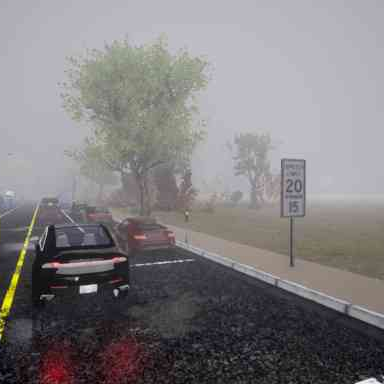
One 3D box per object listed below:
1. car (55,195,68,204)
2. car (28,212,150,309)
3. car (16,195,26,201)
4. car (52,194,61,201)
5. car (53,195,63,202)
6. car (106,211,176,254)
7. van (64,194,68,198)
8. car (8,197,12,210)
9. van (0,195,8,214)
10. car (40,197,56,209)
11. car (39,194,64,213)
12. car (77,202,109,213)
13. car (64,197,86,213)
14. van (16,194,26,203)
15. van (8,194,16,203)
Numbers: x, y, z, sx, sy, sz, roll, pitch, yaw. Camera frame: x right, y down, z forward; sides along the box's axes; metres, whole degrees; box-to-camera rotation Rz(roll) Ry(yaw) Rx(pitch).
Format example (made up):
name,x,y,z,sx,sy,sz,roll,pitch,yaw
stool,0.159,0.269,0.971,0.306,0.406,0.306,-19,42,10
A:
name,x,y,z,sx,sy,sz,roll,pitch,yaw
car,-24.816,1.401,63.121,1.967,1.590,4.097,-1,0,-24
car,-2.817,1.486,8.058,2.128,1.511,4.902,0,0,-24
car,-41.070,1.511,80.022,1.887,1.381,4.507,-1,0,-24
car,-33.919,1.389,83.331,1.967,1.590,4.097,-1,0,-24
car,-31.642,1.517,78.280,1.947,1.339,4.313,-1,0,-24
car,-1.940,1.569,12.650,1.802,1.307,4.206,-1,0,-24
van,-22.542,1.304,58.068,1.690,1.788,3.998,-1,0,-24
car,-22.842,1.570,39.554,1.802,1.307,4.206,-1,0,-24
van,-20.567,1.332,34.495,1.690,1.788,3.998,-1,0,-24
car,-19.669,1.452,45.472,1.882,1.535,5.008,0,0,-24
car,-15.404,1.331,36.131,2.097,1.767,4.553,0,0,-24
car,-6.525,1.563,22.742,1.802,1.307,4.206,-1,0,-24
car,-11.161,1.527,32.808,2.008,1.369,4.403,-1,0,-24
van,-36.515,1.313,69.904,1.690,1.788,3.998,-1,0,-24
van,-25.124,1.327,44.611,1.690,1.788,3.998,-1,0,-24
